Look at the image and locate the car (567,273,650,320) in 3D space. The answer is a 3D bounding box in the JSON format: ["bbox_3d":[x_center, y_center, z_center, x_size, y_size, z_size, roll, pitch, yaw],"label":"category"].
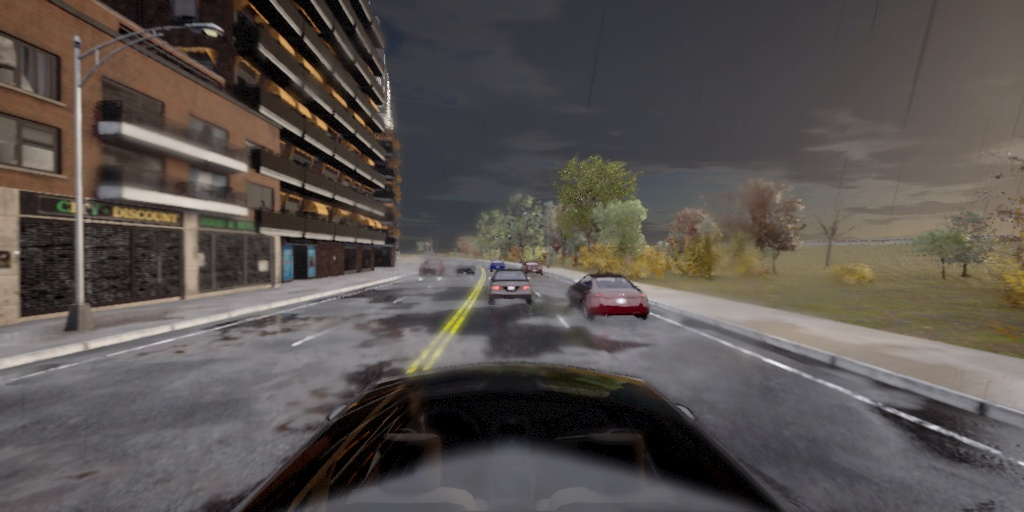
[{"bbox_3d":[3.193,1.296,12.639,1.994,1.385,4.181,0,0,-1],"label":"car"}]

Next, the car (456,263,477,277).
[{"bbox_3d":[-4.512,1.325,35.894,1.895,1.301,4.718,0,0,-3],"label":"car"}]

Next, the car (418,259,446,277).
[{"bbox_3d":[-7.717,1.086,34.962,2.097,1.767,4.553,0,0,-3],"label":"car"}]

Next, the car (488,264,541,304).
[{"bbox_3d":[-0.110,1.284,16.290,2.033,1.411,5.357,0,0,-2],"label":"car"}]

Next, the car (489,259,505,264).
[{"bbox_3d":[-1.907,1.178,45.886,1.882,1.535,5.008,0,0,-5],"label":"car"}]

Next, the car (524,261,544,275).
[{"bbox_3d":[2.048,1.229,37.261,1.812,1.442,4.674,0,0,-4],"label":"car"}]
